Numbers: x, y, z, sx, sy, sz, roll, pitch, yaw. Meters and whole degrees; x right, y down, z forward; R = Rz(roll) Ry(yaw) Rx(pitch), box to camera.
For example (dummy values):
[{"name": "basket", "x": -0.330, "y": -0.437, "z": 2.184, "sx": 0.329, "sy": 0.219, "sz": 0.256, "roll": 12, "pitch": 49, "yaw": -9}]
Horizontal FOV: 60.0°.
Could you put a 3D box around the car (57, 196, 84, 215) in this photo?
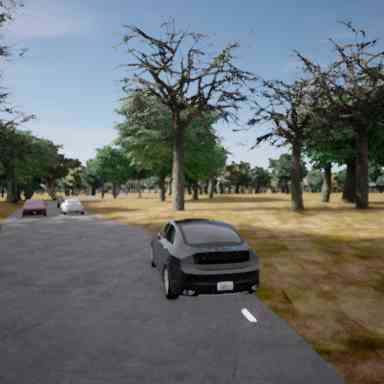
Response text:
[{"name": "car", "x": -11.650, "y": 1.393, "z": 32.200, "sx": 1.812, "sy": 1.442, "sz": 4.674, "roll": 0, "pitch": 0, "yaw": -26}]

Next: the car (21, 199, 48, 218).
[{"name": "car", "x": -13.654, "y": 1.362, "z": 28.843, "sx": 1.882, "sy": 1.535, "sz": 5.008, "roll": 0, "pitch": 0, "yaw": -26}]

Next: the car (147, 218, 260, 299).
[{"name": "car", "x": 0.055, "y": 1.401, "z": 8.266, "sx": 1.837, "sy": 1.490, "sz": 4.892, "roll": 0, "pitch": 1, "yaw": -13}]

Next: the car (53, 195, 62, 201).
[{"name": "car", "x": -16.781, "y": 1.362, "z": 43.847, "sx": 2.128, "sy": 1.511, "sz": 4.902, "roll": 0, "pitch": 0, "yaw": -23}]
